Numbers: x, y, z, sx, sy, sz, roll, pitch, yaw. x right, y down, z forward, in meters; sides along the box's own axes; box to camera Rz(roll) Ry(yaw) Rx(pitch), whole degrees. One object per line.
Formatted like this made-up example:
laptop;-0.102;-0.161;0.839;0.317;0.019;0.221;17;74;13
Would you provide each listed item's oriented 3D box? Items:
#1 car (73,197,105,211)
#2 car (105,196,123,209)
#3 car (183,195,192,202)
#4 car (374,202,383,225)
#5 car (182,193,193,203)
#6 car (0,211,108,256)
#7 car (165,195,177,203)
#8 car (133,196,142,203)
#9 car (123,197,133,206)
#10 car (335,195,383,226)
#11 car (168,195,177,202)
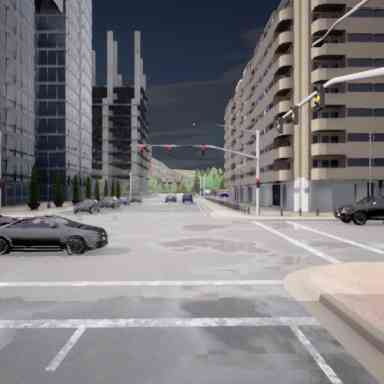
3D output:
car;-11.076;1.496;35.358;1.837;1.490;4.892;0;0;0
car;-11.187;1.341;44.808;2.097;1.767;4.553;0;0;-1
car;-1.063;1.455;79.242;1.882;1.535;5.008;0;0;-1
car;14.294;1.542;20.281;4.902;1.511;2.128;0;0;-1
car;-0.917;1.206;68.508;2.150;2.045;5.566;0;0;-1
car;-5.385;1.591;12.704;4.181;1.385;1.994;0;0;-1
car;-4.425;1.336;69.099;2.097;1.767;4.553;0;0;-1
car;-11.418;1.532;68.527;2.033;1.411;5.357;0;0;-1
car;-11.311;1.513;54.383;1.812;1.442;4.674;0;0;-1
car;13.231;1.272;23.763;5.566;2.045;2.150;0;0;-1
car;-4.562;1.455;79.193;1.882;1.535;5.008;0;0;-1
